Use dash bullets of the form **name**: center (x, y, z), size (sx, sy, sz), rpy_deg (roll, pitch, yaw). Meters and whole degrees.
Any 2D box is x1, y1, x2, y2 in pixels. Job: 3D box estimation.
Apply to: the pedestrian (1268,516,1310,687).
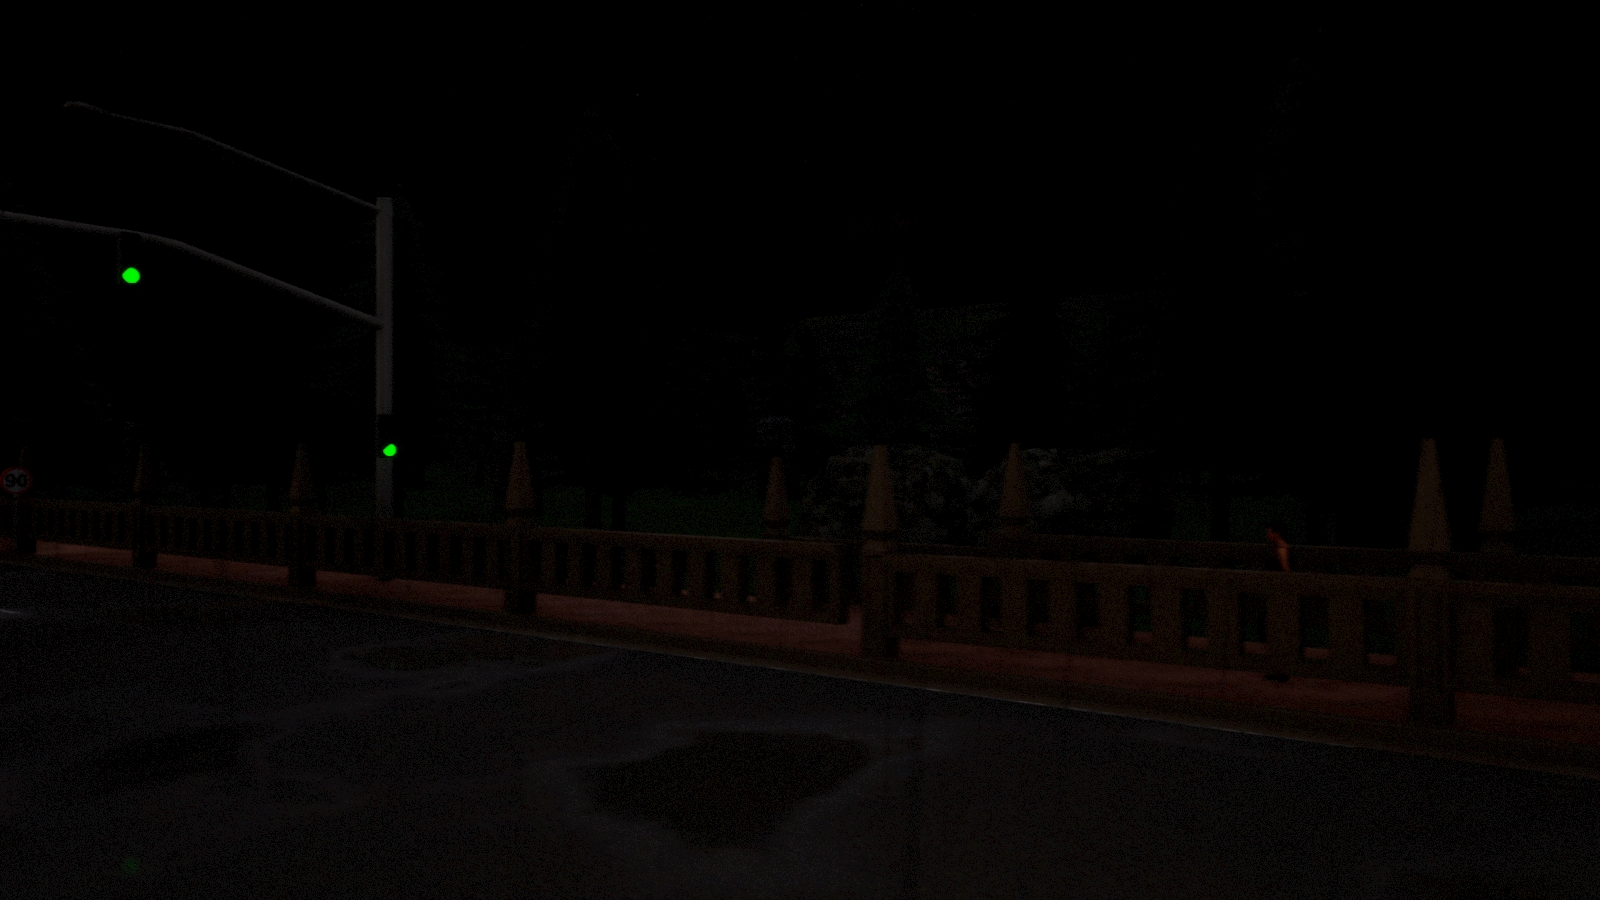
- **pedestrian**: center (5.522, 1.694, 12.902), size (0.375, 1.860, 0.375), rpy_deg (0, 0, 35)
